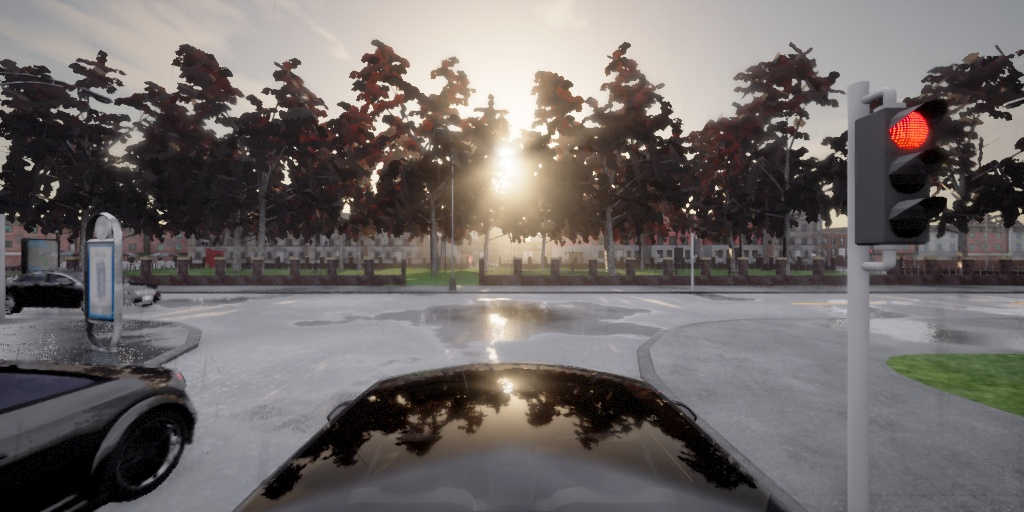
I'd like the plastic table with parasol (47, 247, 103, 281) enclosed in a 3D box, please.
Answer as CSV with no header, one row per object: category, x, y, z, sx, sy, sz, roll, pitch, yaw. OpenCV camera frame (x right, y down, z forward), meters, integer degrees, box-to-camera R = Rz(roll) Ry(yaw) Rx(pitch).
plastic table with parasol,-39.195,0.694,32.229,2.482,2.480,2.482,0,0,-40

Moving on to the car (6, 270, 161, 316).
car,-15.523,1.241,12.855,4.902,1.511,2.128,0,0,0

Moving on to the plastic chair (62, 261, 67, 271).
plastic chair,-38.292,1.306,31.256,0.750,1.272,0.730,0,0,-35

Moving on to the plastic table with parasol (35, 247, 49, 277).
plastic table with parasol,-43.616,0.620,34.871,2.482,2.480,2.482,0,0,-39

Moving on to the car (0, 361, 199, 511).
car,-3.993,1.314,1.637,1.994,1.385,4.181,0,0,1

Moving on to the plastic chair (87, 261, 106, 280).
plastic chair,-38.197,1.296,32.962,0.730,1.272,0.750,0,0,-40

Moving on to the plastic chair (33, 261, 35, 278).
plastic chair,-44.624,1.295,34.121,0.730,1.272,0.750,0,0,-41

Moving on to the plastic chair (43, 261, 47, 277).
plastic chair,-40.225,1.293,31.484,0.730,1.272,0.750,0,0,-40
